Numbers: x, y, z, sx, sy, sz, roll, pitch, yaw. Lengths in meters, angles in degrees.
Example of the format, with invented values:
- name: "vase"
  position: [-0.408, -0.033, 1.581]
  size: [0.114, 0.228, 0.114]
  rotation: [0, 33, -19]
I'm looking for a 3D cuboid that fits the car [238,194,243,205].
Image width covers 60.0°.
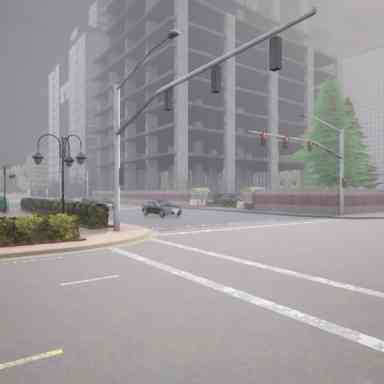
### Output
- name: "car"
  position: [7.382, 1.114, 55.179]
  size: [1.905, 1.878, 3.866]
  rotation: [0, 0, -36]

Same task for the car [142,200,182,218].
- name: "car"
  position: [-2.784, 1.436, 29.838]
  size: [2.128, 1.511, 4.902]
  rotation: [0, 0, -36]

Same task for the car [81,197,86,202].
- name: "car"
  position: [-20.676, 1.545, 66.696]
  size: [1.895, 1.301, 4.718]
  rotation: [0, 0, -36]

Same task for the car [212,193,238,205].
- name: "car"
  position: [4.993, 1.114, 53.464]
  size: [1.905, 1.878, 3.866]
  rotation: [0, 0, -36]

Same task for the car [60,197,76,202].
- name: "car"
  position: [-20.112, 1.509, 53.771]
  size: [1.994, 1.385, 4.181]
  rotation: [0, 0, -35]

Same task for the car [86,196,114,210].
- name: "car"
  position: [-10.856, 1.437, 40.947]
  size: [2.128, 1.511, 4.902]
  rotation: [0, 0, -36]
